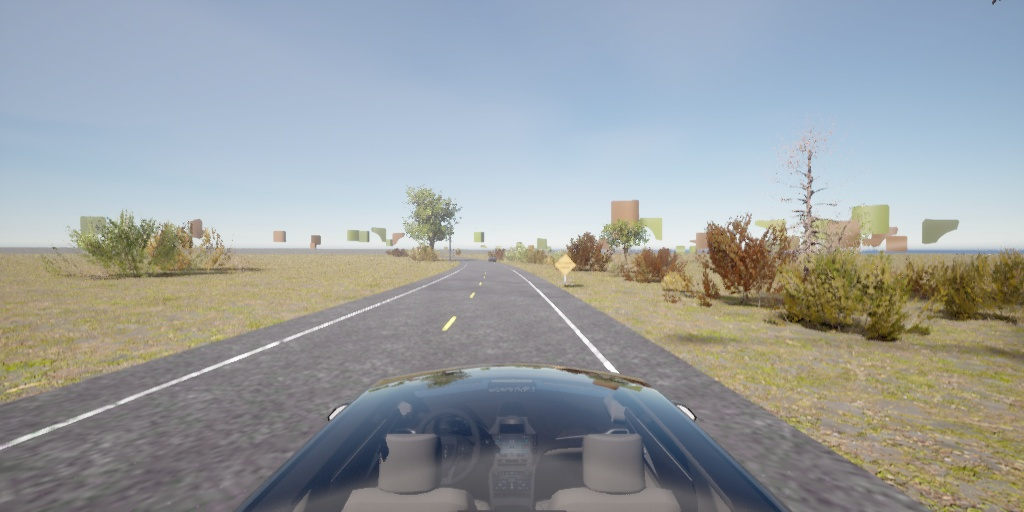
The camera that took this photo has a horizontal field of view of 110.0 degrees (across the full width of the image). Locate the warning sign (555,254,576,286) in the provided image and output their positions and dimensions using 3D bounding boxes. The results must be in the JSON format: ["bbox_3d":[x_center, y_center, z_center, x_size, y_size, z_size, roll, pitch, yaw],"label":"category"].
[{"bbox_3d":[3.226,0.818,21.837,1.300,1.860,1.060,0,0,-2],"label":"warning sign"}]
